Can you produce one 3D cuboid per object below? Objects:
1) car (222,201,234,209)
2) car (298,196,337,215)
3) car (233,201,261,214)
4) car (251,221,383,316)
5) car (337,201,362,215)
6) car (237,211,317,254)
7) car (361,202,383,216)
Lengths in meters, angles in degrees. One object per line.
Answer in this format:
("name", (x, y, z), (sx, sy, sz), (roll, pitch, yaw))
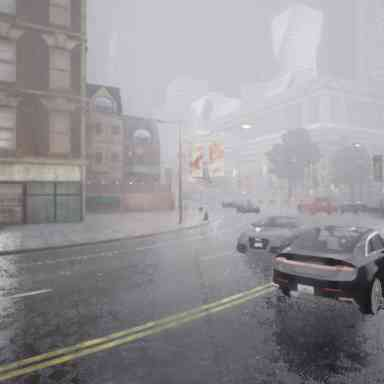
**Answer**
("car", (6.711, 2.062, 53.226), (1.895, 1.301, 4.718), (0, -1, -22))
("car", (13.761, 1.509, 37.461), (2.150, 2.045, 5.566), (0, -1, -1))
("car", (6.538, 1.930, 38.758), (1.895, 1.301, 4.718), (0, -1, -5))
("car", (3.696, 1.550, 7.800), (2.128, 1.511, 4.902), (-1, -1, 43))
("car", (17.121, 1.784, 38.105), (1.837, 1.490, 4.892), (0, -1, -1))
("car", (3.426, 1.674, 13.326), (1.994, 1.385, 4.181), (0, -1, 34))
("car", (20.509, 1.838, 35.739), (1.895, 1.301, 4.718), (0, -1, 3))
